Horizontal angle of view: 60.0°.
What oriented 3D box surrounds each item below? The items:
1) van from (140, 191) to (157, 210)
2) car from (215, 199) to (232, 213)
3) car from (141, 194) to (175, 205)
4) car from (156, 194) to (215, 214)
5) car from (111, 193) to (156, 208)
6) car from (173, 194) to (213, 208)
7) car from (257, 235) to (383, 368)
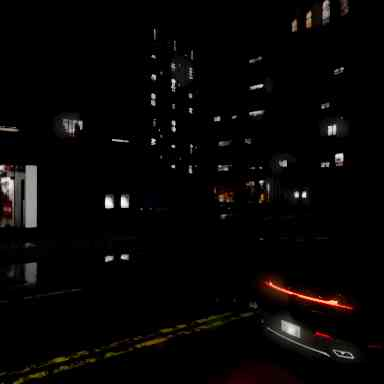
[{"bbox_3d":[-4.993,0.817,32.568,3.998,1.788,1.690,1,0,37],"label":"van"},{"bbox_3d":[1.447,1.129,30.938,4.674,1.442,1.812,1,1,37],"label":"car"},{"bbox_3d":[-4.345,0.961,42.564,4.206,1.307,1.802,1,0,37],"label":"car"},{"bbox_3d":[-0.585,1.137,29.243,4.403,1.369,2.008,1,0,37],"label":"car"},{"bbox_3d":[-6.530,0.894,36.949,4.902,1.511,2.128,1,1,37],"label":"car"},{"bbox_3d":[0.069,1.041,39.241,4.403,1.369,2.008,1,0,37],"label":"car"},{"bbox_3d":[3.260,1.507,5.639,4.892,1.490,1.837,0,0,-35],"label":"car"}]
